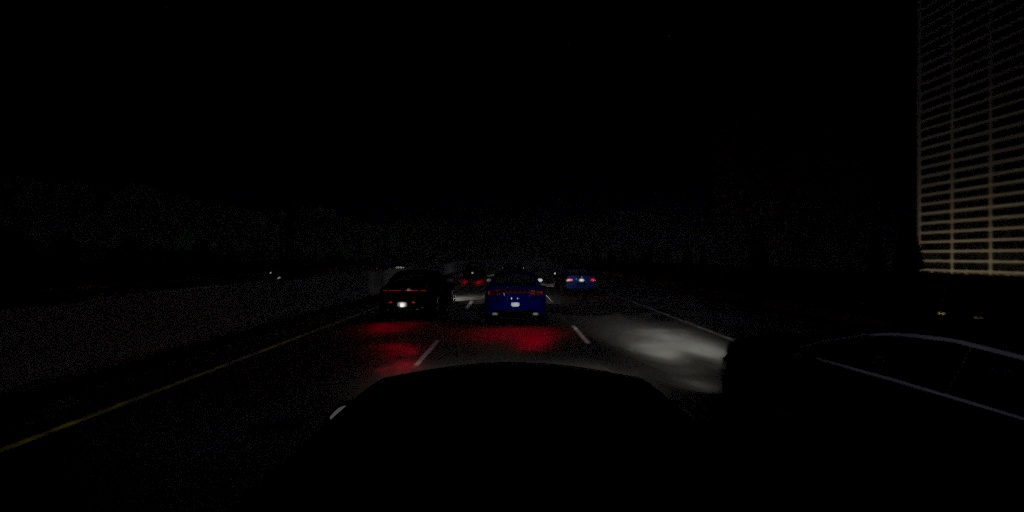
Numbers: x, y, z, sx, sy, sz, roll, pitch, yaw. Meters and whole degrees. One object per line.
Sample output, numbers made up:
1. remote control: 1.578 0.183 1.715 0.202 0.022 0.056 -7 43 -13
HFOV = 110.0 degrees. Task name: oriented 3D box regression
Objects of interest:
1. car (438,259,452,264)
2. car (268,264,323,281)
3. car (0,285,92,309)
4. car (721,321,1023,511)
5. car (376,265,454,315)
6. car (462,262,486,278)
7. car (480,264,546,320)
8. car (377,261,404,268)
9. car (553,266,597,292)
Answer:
1. car: -10.529 1.249 56.711 1.837 1.490 4.892 0 0 0
2. car: -17.596 1.347 29.356 1.895 1.301 4.718 0 0 0
3. car: -10.602 1.227 6.140 1.882 1.535 5.008 0 0 0
4. car: 3.598 1.241 2.647 2.128 1.511 4.902 0 0 0
5. car: -3.403 1.253 13.528 1.837 1.490 4.892 0 0 0
6. car: -3.422 1.270 33.285 1.812 1.442 4.674 0 0 0
7. car: 0.096 1.226 12.673 1.882 1.535 5.008 0 0 0
8. car: -14.059 1.291 41.937 2.033 1.411 5.357 0 0 0
9. car: 3.595 1.294 21.029 2.033 1.411 5.357 0 0 0
